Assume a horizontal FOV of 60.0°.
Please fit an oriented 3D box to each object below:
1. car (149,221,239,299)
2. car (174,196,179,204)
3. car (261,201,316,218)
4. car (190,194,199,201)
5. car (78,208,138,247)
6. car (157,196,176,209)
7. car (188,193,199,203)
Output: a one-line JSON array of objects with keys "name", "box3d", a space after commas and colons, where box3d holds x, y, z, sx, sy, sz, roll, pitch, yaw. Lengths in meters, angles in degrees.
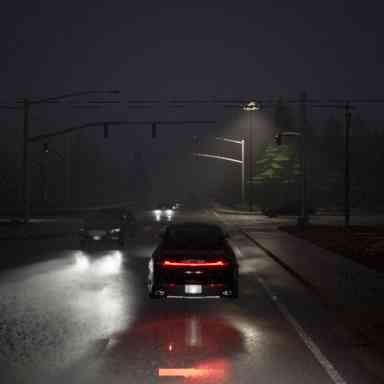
[{"name": "car", "box3d": [0.047, 1.501, 8.439, 1.837, 1.490, 4.892, 0, 0, 1]}, {"name": "car", "box3d": [-3.576, 1.477, 54.125, 1.882, 1.535, 5.008, 0, 0, 0]}, {"name": "car", "box3d": [8.571, 1.552, 29.679, 4.674, 1.442, 1.812, 0, 0, 1]}, {"name": "car", "box3d": [0.567, 1.355, 80.865, 2.097, 1.767, 4.553, 0, 0, 2]}, {"name": "car", "box3d": [-3.654, 1.490, 15.149, 2.128, 1.511, 4.902, 0, 0, 0]}, {"name": "car", "box3d": [-3.599, 1.601, 44.843, 1.895, 1.301, 4.718, 0, 0, 0]}, {"name": "car", "box3d": [0.296, 1.224, 70.472, 2.150, 2.045, 5.566, 0, 0, 2]}]
